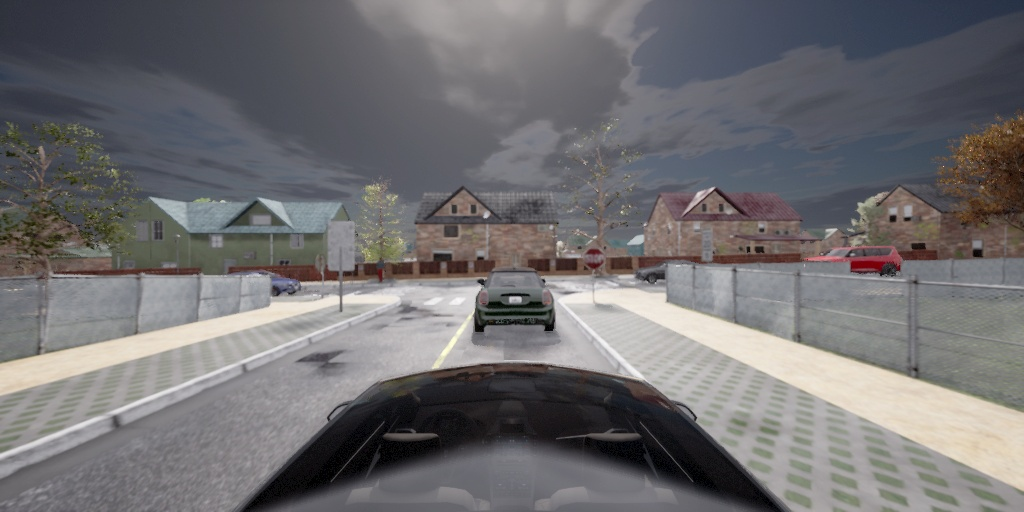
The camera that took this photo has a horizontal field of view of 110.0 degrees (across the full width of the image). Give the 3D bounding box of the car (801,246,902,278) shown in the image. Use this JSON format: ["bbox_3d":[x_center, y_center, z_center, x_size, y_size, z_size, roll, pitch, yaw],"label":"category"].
[{"bbox_3d":[22.022,0.397,23.428,5.566,2.045,2.150,-1,1,0],"label":"car"}]

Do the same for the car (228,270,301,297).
[{"bbox_3d":[-14.617,1.608,20.444,4.674,1.442,1.812,-1,1,0],"label":"car"}]

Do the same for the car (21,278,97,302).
[{"bbox_3d":[-24.894,1.851,20.434,4.674,1.442,1.812,-1,1,0],"label":"car"}]

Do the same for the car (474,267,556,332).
[{"bbox_3d":[-0.008,1.107,11.014,2.097,1.767,4.553,0,0,-2],"label":"car"}]

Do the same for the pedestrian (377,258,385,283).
[{"bbox_3d":[-9.642,1.022,26.304,0.375,1.860,0.375,0,2,0],"label":"pedestrian"}]

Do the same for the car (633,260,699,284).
[{"bbox_3d":[10.350,0.975,23.421,4.674,1.442,1.812,-1,1,0],"label":"car"}]
